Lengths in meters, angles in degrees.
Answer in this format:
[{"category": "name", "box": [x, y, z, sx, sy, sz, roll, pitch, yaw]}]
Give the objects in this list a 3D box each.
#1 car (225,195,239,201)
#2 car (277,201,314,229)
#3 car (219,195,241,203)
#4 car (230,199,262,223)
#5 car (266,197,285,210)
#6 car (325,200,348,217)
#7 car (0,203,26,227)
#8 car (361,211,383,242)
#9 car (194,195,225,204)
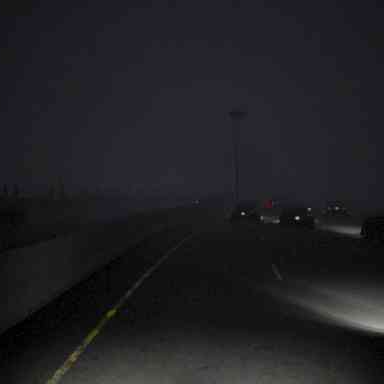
[{"category": "car", "box": [6.033, 1.345, 54.906, 1.837, 1.490, 4.892, 0, 0, 33]}, {"category": "car", "box": [6.676, 1.511, 21.440, 1.994, 1.385, 4.181, 0, 0, 14]}, {"category": "car", "box": [7.149, 1.295, 62.726, 1.882, 1.535, 5.008, 0, 0, 36]}, {"category": "car", "box": [4.137, 1.493, 25.223, 1.994, 1.385, 4.181, 0, 0, 16]}, {"category": "car", "box": [10.603, 1.396, 41.398, 2.163, 1.488, 4.792, 0, 0, 27]}, {"category": "car", "box": [13.520, 1.479, 31.197, 2.033, 1.411, 5.357, 0, 0, 22]}, {"category": "car", "box": [-11.907, 1.401, 19.431, 2.128, 1.511, 4.902, 0, 0, 12]}, {"category": "car", "box": [8.510, 1.468, 13.546, 2.128, 1.511, 4.902, 0, 0, 10]}, {"category": "car", "box": [1.943, 1.229, 39.931, 2.097, 1.767, 4.553, 0, 0, 25]}]
